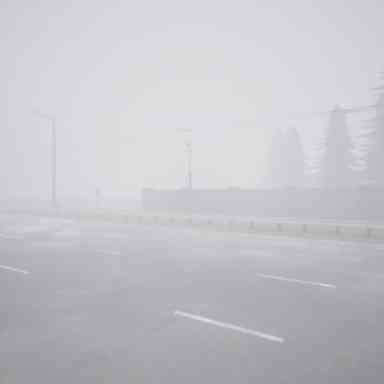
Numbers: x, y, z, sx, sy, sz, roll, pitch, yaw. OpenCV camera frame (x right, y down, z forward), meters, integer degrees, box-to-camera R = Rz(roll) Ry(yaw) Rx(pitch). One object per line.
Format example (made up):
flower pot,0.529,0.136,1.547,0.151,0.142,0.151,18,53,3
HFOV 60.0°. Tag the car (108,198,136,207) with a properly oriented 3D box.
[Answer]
car,-10.782,1.631,51.178,4.181,1.385,1.994,0,0,-29
